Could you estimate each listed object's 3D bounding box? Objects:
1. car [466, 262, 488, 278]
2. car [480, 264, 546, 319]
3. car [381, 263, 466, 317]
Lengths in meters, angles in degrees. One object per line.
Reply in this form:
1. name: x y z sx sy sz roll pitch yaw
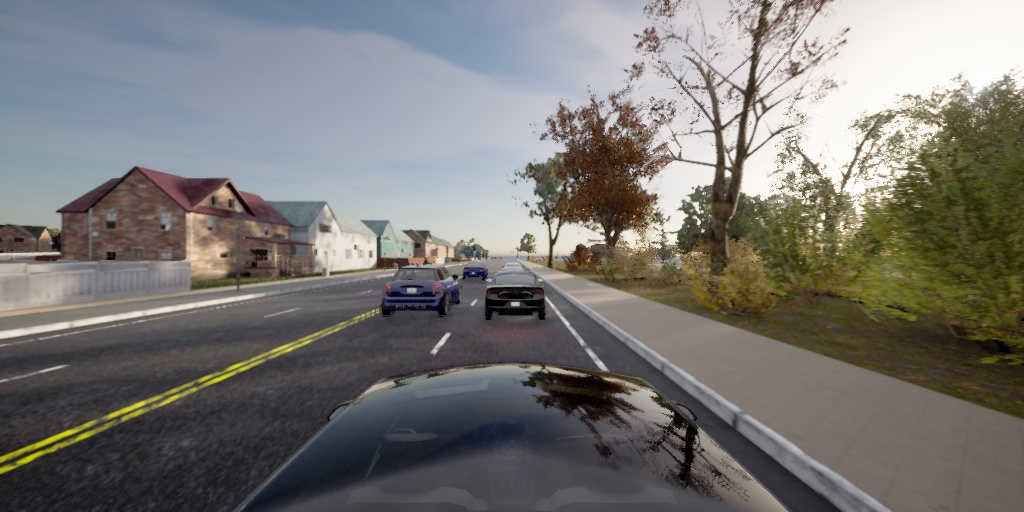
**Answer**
1. car: -3.153 1.239 31.646 1.882 1.535 5.008 0 0 0
2. car: 0.100 1.230 12.802 1.882 1.535 5.008 0 0 0
3. car: -3.152 1.105 13.404 2.097 1.767 4.553 0 0 0
